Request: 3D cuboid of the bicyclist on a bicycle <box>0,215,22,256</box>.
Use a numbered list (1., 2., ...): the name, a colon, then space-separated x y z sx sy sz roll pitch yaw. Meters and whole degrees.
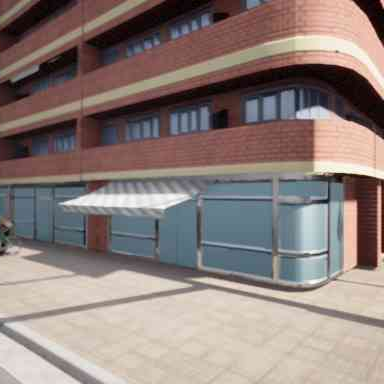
1. bicyclist on a bicycle: -6.486 1.388 11.025 0.582 1.620 1.656 0 -1 39
